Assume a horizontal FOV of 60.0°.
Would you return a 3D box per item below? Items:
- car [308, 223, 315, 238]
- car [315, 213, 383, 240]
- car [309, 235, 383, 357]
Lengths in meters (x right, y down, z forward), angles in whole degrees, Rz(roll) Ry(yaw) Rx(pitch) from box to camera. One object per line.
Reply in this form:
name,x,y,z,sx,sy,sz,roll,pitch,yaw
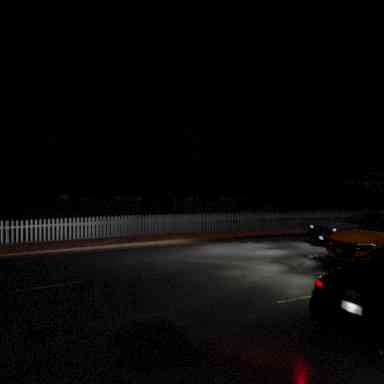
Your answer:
car,7.475,1.588,14.371,4.718,1.301,1.895,0,0,-16
car,6.708,1.467,10.496,5.008,1.535,1.882,0,0,-17
car,4.006,1.558,5.426,4.181,1.385,1.994,0,0,-25
